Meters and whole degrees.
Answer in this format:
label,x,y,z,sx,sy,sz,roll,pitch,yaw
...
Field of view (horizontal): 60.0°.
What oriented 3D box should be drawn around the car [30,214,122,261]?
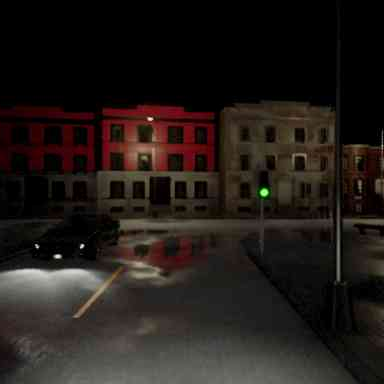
label,x,y,z,sx,sy,sz,roll,pitch,yaw
car,-3.999,1.538,12.576,2.033,1.411,5.357,0,0,0
